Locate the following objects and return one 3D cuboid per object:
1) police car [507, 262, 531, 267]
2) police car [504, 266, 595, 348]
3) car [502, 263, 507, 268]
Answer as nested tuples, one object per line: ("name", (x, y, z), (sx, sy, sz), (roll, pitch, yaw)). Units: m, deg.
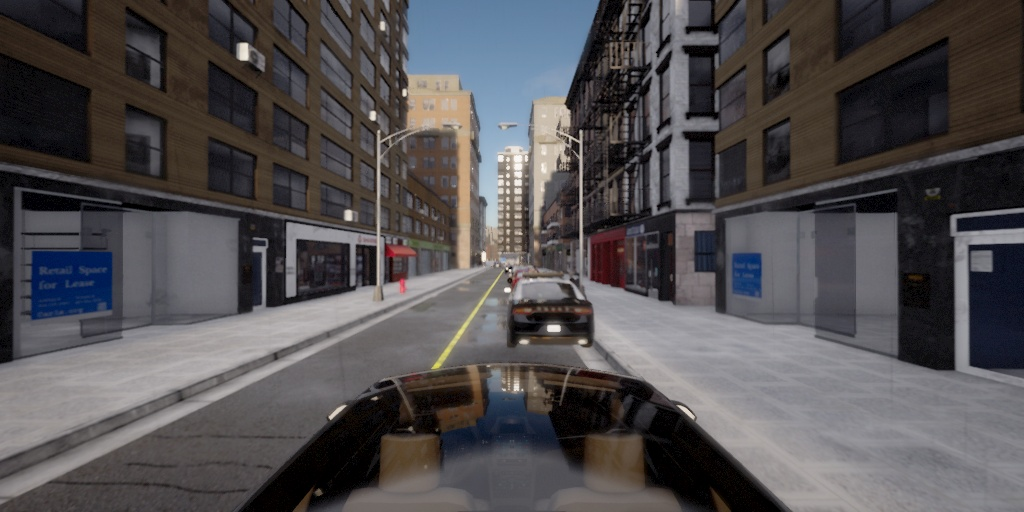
("police car", (0.804, 1.341, 25.580), (1.930, 1.638, 5.238), (0, 0, 0))
("police car", (0.819, 1.231, 9.580), (1.930, 1.638, 5.238), (0, 0, 0))
("car", (0.002, 1.669, 47.409), (1.895, 1.301, 4.718), (0, 0, 1))
